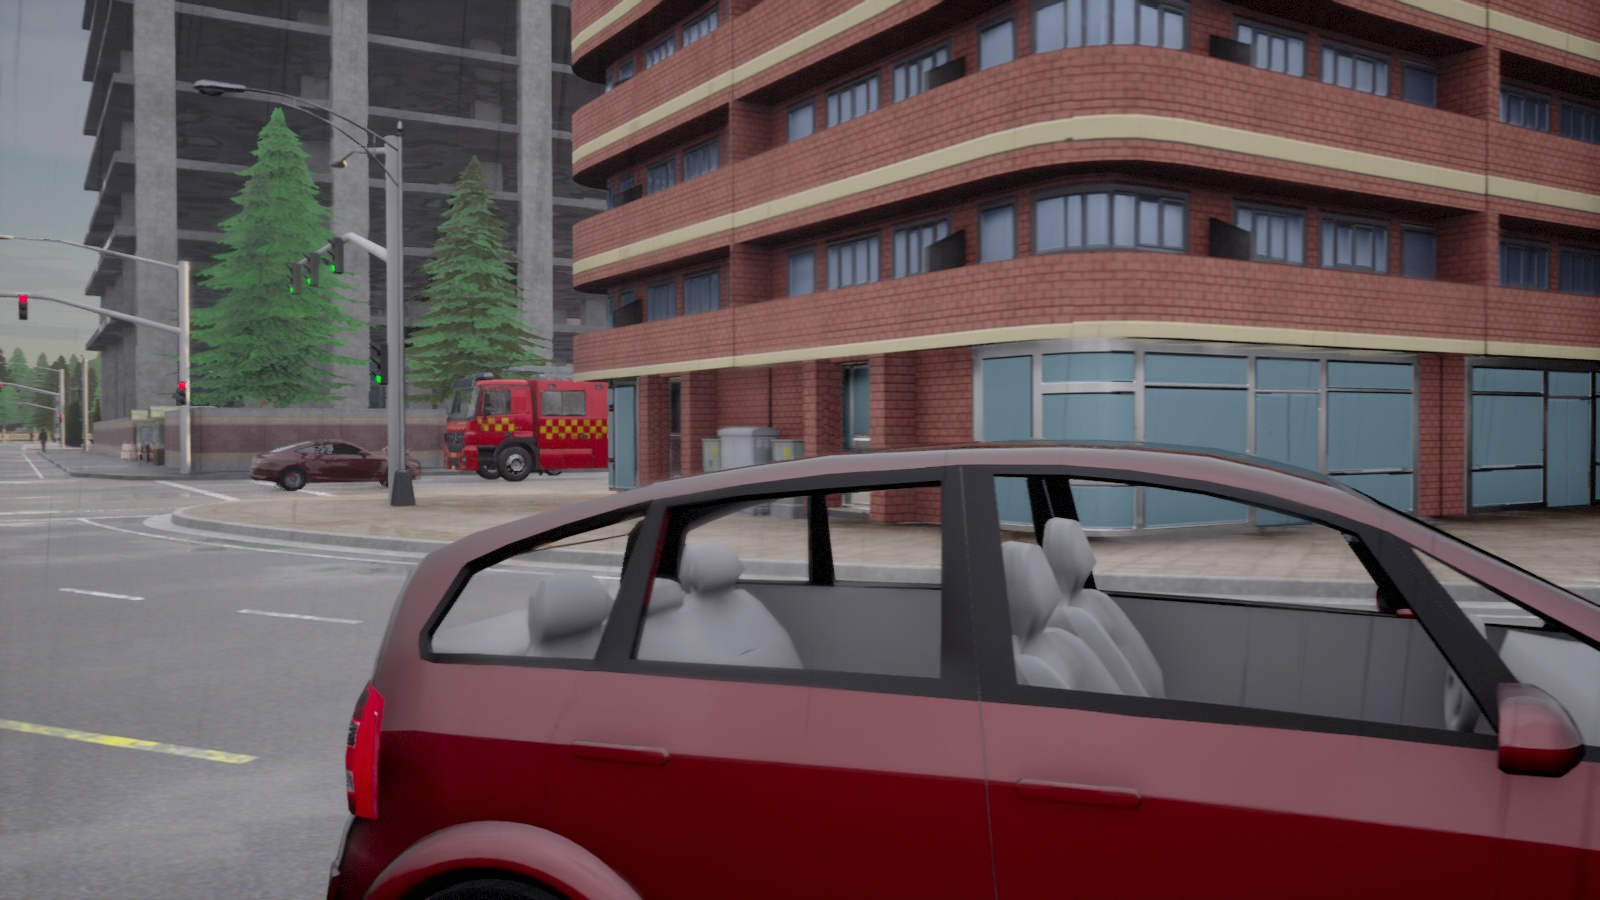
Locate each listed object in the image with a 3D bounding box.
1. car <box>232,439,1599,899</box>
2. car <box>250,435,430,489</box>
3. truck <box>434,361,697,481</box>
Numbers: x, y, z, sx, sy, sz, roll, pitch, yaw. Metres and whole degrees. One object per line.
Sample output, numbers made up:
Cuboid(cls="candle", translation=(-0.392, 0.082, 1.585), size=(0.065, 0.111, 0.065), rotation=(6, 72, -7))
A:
Cuboid(cls="car", translation=(0.840, 0.765, 2.907), size=(3.705, 1.549, 1.789), rotation=(0, 1, 19))
Cuboid(cls="car", translation=(-13.228, 0.309, 36.186), size=(4.674, 1.442, 1.812), rotation=(0, 1, -28))
Cuboid(cls="truck", translation=(-8.018, -0.971, 43.471), size=(8.468, 3.827, 2.891), rotation=(0, 1, -32))
